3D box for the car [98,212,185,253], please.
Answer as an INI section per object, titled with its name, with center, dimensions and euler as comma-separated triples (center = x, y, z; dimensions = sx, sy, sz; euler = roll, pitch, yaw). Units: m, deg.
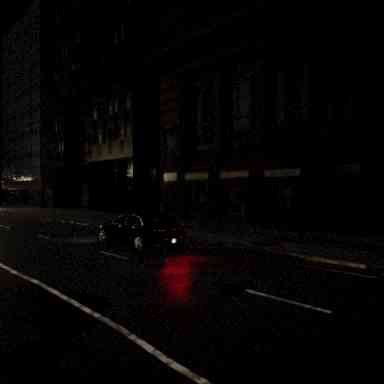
[car]
center = -2.366, 1.634, 14.585
dimensions = 1.837, 1.490, 4.892
euler = 0, 0, -43
